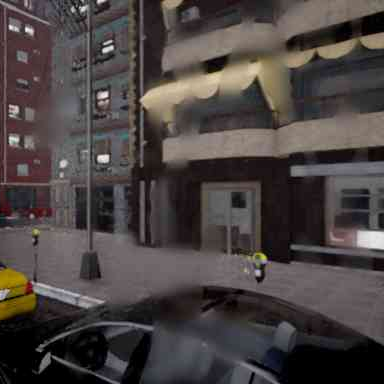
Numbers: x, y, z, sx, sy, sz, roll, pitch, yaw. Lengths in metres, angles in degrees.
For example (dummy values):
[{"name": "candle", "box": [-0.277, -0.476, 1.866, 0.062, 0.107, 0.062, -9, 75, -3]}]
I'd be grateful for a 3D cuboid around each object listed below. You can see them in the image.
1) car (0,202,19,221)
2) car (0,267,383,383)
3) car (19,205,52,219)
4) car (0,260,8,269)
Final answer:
[{"name": "car", "box": [-19.812, 1.838, 31.649, 2.192, 1.841, 5.009, -1, -2, 35]}, {"name": "car", "box": [-0.175, 1.578, 2.998, 4.313, 1.339, 1.947, -1, 0, 35]}, {"name": "car", "box": [-16.518, 2.171, 36.289, 1.887, 1.381, 4.507, -1, -2, 35]}, {"name": "car", "box": [-4.899, 1.579, 6.366, 4.829, 1.417, 1.752, -1, 0, 35]}]
